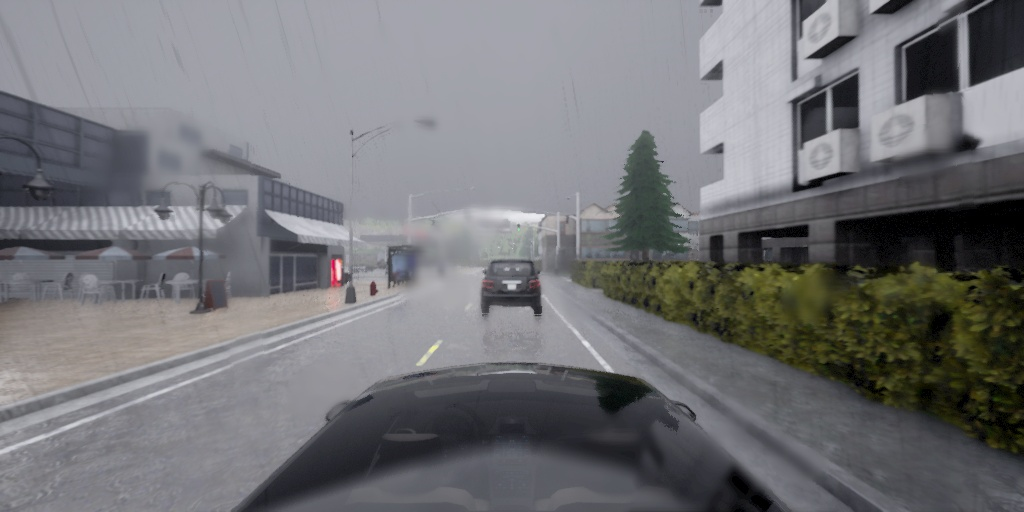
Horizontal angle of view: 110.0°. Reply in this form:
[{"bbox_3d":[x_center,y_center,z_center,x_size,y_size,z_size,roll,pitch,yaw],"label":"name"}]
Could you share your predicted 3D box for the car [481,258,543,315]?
[{"bbox_3d":[0.007,1.116,14.403,2.150,2.045,5.566,0,0,0],"label":"car"}]
